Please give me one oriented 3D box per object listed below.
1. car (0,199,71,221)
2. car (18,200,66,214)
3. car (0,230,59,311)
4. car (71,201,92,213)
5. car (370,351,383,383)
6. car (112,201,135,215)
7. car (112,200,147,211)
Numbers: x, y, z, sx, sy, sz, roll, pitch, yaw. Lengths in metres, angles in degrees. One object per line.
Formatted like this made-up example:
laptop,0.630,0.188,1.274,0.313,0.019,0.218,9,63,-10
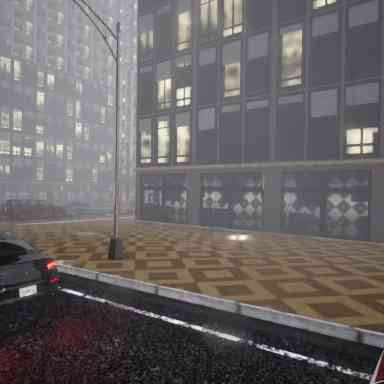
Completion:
car,-13.780,1.519,29.229,2.192,1.841,5.009,1,0,36
car,-17.289,1.643,38.599,1.752,1.417,4.829,1,0,36
car,-4.674,1.522,7.001,4.674,1.442,1.812,0,0,35
car,-13.873,1.743,38.849,1.994,1.385,4.181,1,0,37
car,3.219,1.353,1.393,4.553,1.767,2.097,0,0,35
car,-6.994,1.830,38.449,1.752,1.417,4.829,1,0,36
car,-8.586,1.858,46.028,1.895,1.301,4.718,1,0,36
